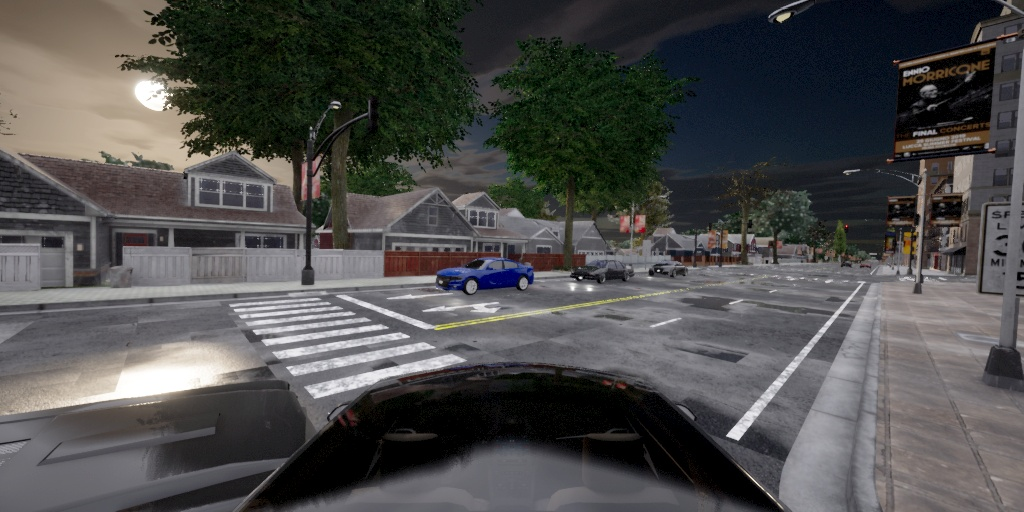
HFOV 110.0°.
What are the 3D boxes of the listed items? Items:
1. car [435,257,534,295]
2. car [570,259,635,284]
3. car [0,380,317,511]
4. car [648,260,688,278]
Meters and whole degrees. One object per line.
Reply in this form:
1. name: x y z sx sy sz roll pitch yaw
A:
1. car: -1.119 0.817 16.464 5.008 1.535 1.882 0 2 -44
2. car: 6.045 0.944 23.386 5.357 1.411 2.033 0 2 -44
3. car: -3.309 1.289 1.277 4.718 1.301 1.895 1 2 -34
4. car: 13.241 1.021 30.309 4.181 1.385 1.994 0 2 -44
